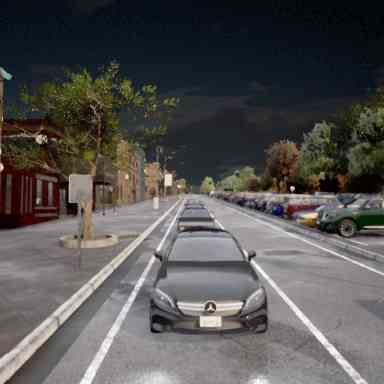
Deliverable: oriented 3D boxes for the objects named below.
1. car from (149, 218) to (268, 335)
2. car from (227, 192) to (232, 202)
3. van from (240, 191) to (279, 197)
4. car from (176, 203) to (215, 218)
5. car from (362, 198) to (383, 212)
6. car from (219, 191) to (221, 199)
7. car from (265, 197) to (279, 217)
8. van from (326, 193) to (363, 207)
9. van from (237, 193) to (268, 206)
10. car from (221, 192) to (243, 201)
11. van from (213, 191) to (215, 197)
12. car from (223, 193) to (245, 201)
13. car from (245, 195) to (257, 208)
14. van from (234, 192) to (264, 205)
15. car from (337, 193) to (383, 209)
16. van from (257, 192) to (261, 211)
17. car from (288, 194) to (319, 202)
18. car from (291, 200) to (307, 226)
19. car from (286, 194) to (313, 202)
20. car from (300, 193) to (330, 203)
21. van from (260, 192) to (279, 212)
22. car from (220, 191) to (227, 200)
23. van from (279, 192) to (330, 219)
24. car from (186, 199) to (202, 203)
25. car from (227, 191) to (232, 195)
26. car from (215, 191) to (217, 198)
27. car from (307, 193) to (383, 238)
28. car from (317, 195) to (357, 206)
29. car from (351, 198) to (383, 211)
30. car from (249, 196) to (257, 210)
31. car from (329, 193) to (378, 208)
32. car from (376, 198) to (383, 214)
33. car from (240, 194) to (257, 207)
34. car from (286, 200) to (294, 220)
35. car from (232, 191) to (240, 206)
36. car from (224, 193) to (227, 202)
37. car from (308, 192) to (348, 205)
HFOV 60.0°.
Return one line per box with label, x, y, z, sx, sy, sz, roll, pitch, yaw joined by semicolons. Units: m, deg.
car;0.252;1.522;6.905;1.812;1.442;4.674;0;0;0
car;8.987;1.279;56.367;4.892;1.521;2.231;0;1;0
van;9.191;1.153;45.155;4.442;1.987;1.878;0;0;0
car;0.191;1.528;17.484;2.033;1.411;5.357;0;0;0
car;22.181;1.460;37.505;4.792;1.488;2.163;0;0;0
car;8.884;0.924;67.576;5.566;2.045;2.435;0;1;0
car;9.191;1.454;28.325;5.008;1.535;2.097;0;0;0
van;22.246;1.124;48.615;4.442;1.987;1.878;0;1;0
van;9.151;1.103;50.759;4.442;1.987;1.878;0;1;0
car;8.840;0.999;73.184;4.553;1.767;2.185;0;1;0
van;8.633;0.745;90.001;4.442;1.987;1.878;0;1;0
car;8.861;1.024;70.380;4.553;1.767;2.185;0;1;0
car;9.113;1.457;39.545;4.674;1.452;2.002;0;0;0
van;9.130;1.077;53.562;4.442;1.987;1.878;0;1;0
car;22.141;1.144;43.061;5.566;2.045;2.435;0;0;0
van;9.272;1.215;33.934;4.442;1.987;1.878;0;0;0
car;21.824;1.195;65.267;5.366;1.575;1.946;0;1;0
car;9.072;1.462;19.914;5.366;1.575;1.946;0;0;0
car;21.995;1.174;68.045;4.892;1.521;2.231;0;1;0
car;22.080;1.123;59.718;4.553;1.767;2.185;0;1;0
van;9.060;1.224;31.131;4.442;1.987;1.878;0;0;0
car;8.904;0.949;64.773;5.566;2.045;2.435;0;1;0
van;9.334;1.232;25.523;4.442;1.987;1.878;0;0;0
car;0.207;1.430;31.523;2.128;1.511;4.902;0;0;0
car;9.004;1.126;59.168;4.553;1.767;2.185;0;1;0
car;8.806;1.047;81.594;5.008;1.535;2.097;0;1;0
car;9.249;1.217;17.112;5.566;2.045;2.435;0;0;0
car;22.296;1.321;51.392;5.366;1.575;1.946;0;1;0
car;22.219;1.443;40.288;4.792;1.488;2.163;0;0;0
car;9.165;1.462;36.737;4.792;1.488;2.163;0;0;0
car;22.178;1.123;45.838;5.566;2.045;2.435;0;1;0
car;22.415;1.436;34.735;5.366;1.575;1.946;0;0;0
car;9.101;1.400;42.348;4.892;1.521;2.231;0;0;0
car;9.240;1.501;22.719;4.674;1.452;2.002;0;0;0
car;9.026;1.103;47.954;5.566;2.045;2.435;0;1;0
car;8.950;1.266;61.973;4.674;1.452;2.002;0;1;0
car;22.118;1.048;54.164;5.566;2.045;2.435;0;1;0
